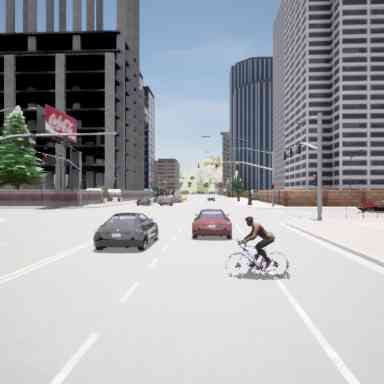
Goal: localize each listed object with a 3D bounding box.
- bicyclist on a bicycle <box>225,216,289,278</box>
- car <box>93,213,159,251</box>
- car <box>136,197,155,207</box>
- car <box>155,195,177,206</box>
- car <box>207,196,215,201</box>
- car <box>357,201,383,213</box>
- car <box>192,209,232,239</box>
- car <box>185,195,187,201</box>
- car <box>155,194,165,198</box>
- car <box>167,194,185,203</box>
[{"bbox_3d":[1.682,1.452,8.687,1.656,1.620,0.582,-2,0,3],"label":"bicyclist on a bicycle"},{"bbox_3d":[-2.656,1.564,14.220,1.994,1.385,4.181,0,0,4],"label":"car"},{"bbox_3d":[-7.598,1.505,52.626,1.837,1.490,4.892,0,0,3],"label":"car"},{"bbox_3d":[-4.077,1.564,52.866,1.994,1.385,4.181,0,0,4],"label":"car"},{"bbox_3d":[4.752,1.595,82.281,1.895,1.301,4.718,0,0,3],"label":"car"},{"bbox_3d":[20.628,1.601,36.194,4.718,1.301,1.895,0,0,3],"label":"car"},{"bbox_3d":[1.045,1.564,17.419,1.994,1.385,4.181,0,0,3],"label":"car"},{"bbox_3d":[-2.253,1.478,82.403,1.882,1.535,5.008,0,0,3],"label":"car"},{"bbox_3d":[-6.634,1.526,67.693,1.812,1.442,4.674,0,0,4],"label":"car"},{"bbox_3d":[-3.157,1.353,67.396,2.097,1.767,4.553,0,0,4],"label":"car"}]
